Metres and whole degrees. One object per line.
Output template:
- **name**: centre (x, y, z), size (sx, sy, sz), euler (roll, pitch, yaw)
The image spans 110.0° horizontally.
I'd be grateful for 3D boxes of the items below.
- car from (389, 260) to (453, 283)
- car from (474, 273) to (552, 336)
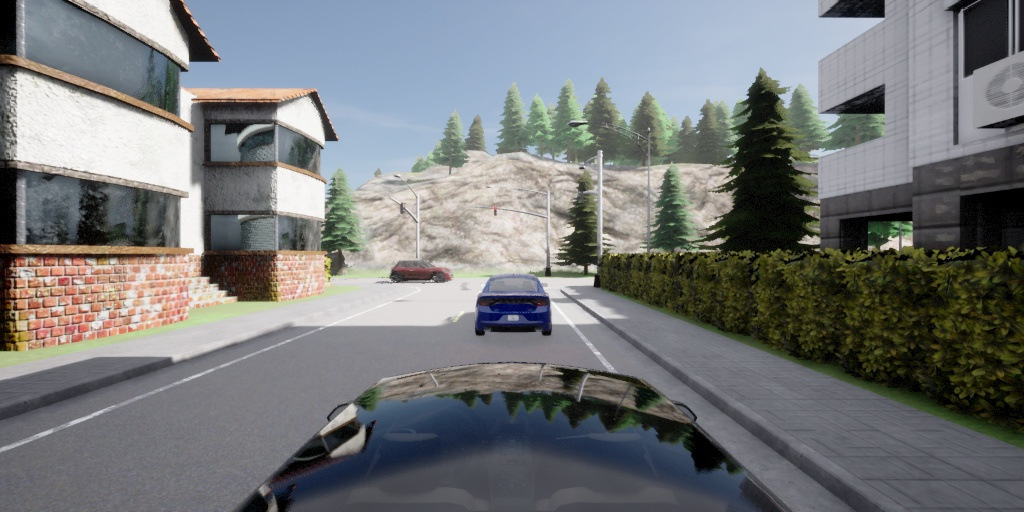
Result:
- **car**: centre (-6.740, 1.101, 26.970), size (4.553, 1.767, 2.097), euler (0, 0, 1)
- **car**: centre (0.047, 1.228, 10.459), size (1.882, 1.535, 5.008), euler (0, 0, 0)
